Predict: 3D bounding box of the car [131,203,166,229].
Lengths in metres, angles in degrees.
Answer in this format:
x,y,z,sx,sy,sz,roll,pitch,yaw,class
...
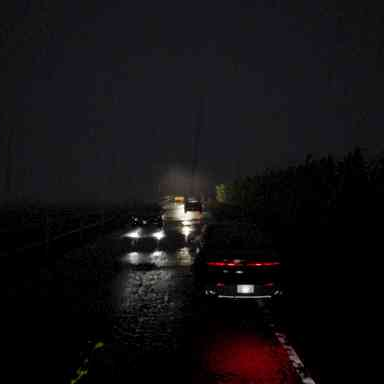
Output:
x,y,z,sx,sy,sz,roll,pitch,yaw,class
-2.725,1.504,21.593,1.837,1.490,4.892,0,0,0,car

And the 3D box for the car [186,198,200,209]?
x,y,z,sx,sy,sz,roll,pitch,yaw,class
0.127,1.526,45.787,1.812,1.442,4.674,0,0,0,car

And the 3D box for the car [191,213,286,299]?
x,y,z,sx,sy,sz,roll,pitch,yaw,class
0.973,1.505,8.444,1.837,1.490,4.892,0,0,0,car

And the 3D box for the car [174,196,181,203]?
x,y,z,sx,sy,sz,roll,pitch,yaw,class
-2.668,1.482,69.543,1.882,1.535,5.008,0,0,0,car

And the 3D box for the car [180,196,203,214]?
x,y,z,sx,sy,sz,roll,pitch,yaw,class
0.117,1.491,35.613,2.128,1.511,4.902,0,0,0,car
